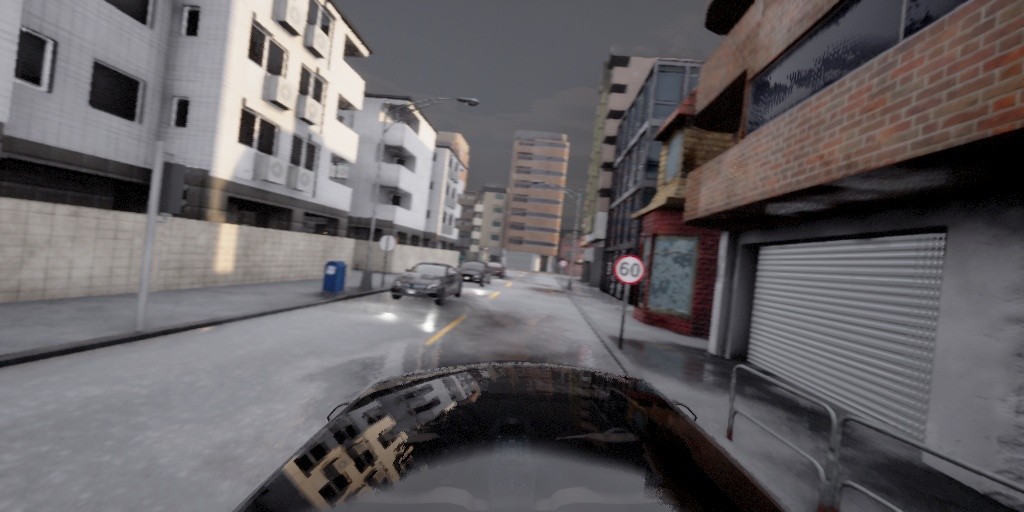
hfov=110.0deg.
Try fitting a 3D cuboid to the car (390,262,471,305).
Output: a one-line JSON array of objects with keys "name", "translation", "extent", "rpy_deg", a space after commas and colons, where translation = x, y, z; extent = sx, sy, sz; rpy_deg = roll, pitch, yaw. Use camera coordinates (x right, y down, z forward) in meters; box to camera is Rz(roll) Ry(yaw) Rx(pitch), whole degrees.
[{"name": "car", "translation": [-3.207, 0.978, 14.483], "extent": [1.812, 1.442, 4.674], "rpy_deg": [6, 0, 5]}]

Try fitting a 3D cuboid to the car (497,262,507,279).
[{"name": "car", "translation": [-1.640, 1.263, 33.502], "extent": [1.812, 1.442, 4.674], "rpy_deg": [6, 0, 5]}]

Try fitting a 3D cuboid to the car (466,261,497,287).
[{"name": "car", "translation": [-2.461, 1.093, 23.605], "extent": [1.837, 1.490, 4.892], "rpy_deg": [6, 0, 5]}]
